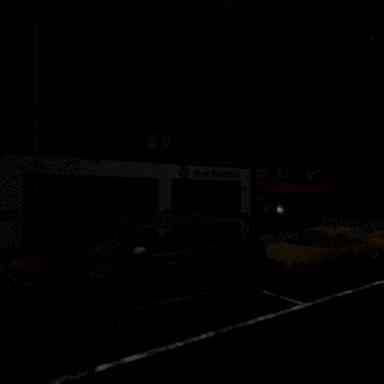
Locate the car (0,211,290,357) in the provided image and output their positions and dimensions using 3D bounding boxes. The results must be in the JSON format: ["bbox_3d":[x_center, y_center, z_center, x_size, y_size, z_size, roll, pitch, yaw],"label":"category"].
[{"bbox_3d":[-0.739,1.330,6.224,5.009,1.841,2.192,0,0,-35],"label":"car"}]

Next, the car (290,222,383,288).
[{"bbox_3d":[3.695,1.570,9.350,4.829,1.417,1.752,0,0,-35],"label":"car"}]
